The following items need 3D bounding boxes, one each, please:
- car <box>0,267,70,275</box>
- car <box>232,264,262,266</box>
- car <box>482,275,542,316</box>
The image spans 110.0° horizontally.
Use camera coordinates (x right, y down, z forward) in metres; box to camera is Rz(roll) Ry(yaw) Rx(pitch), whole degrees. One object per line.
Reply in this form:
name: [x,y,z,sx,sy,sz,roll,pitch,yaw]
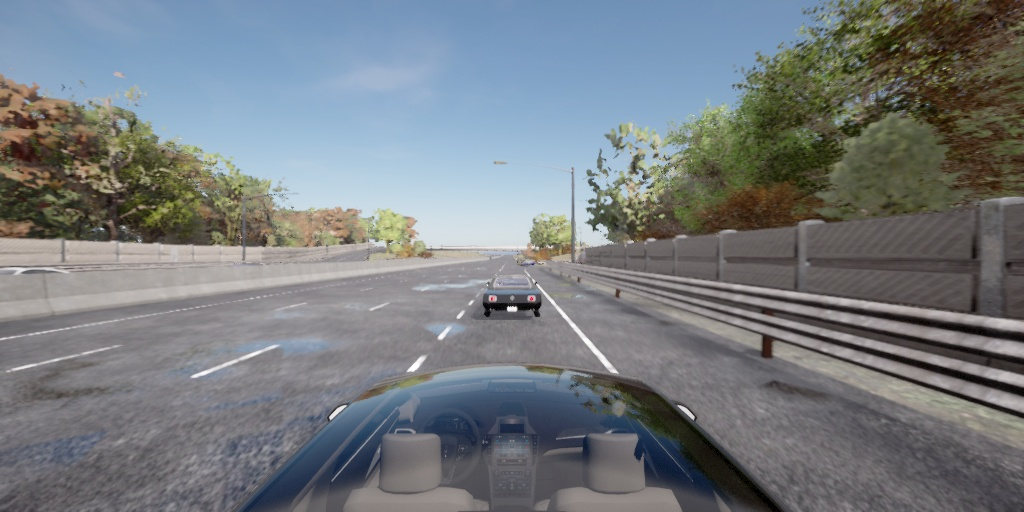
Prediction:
car: [-24.568,1.278,17.848,1.812,1.442,4.674,0,0,0]
car: [-21.073,1.309,28.324,2.033,1.411,5.357,0,0,0]
car: [0.009,1.350,13.297,1.895,1.301,4.718,0,0,0]
